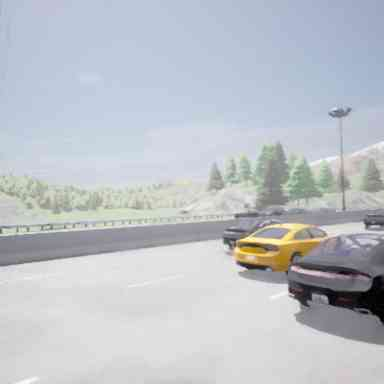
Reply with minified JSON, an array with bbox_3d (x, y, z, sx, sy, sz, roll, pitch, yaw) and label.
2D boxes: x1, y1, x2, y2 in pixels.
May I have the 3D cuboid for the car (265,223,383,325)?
[{"bbox_3d":[4.092,1.687,7.462,4.902,1.511,2.128,0,-3,-41],"label":"car"}]

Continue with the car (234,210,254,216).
[{"bbox_3d":[8.221,3.252,48.362,4.718,1.301,1.895,0,-3,-41],"label":"car"}]

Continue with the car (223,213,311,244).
[{"bbox_3d":[3.610,2.036,16.282,4.902,1.511,2.128,0,-3,-41],"label":"car"}]

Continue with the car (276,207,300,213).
[{"bbox_3d":[13.695,2.845,43.863,4.892,1.490,1.837,1,-3,-41],"label":"car"}]

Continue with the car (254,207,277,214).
[{"bbox_3d":[11.322,2.849,46.438,4.553,1.767,2.097,0,-3,-41],"label":"car"}]

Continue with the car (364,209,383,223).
[{"bbox_3d":[15.479,2.127,26.629,4.902,1.511,2.128,0,-3,-41],"label":"car"}]

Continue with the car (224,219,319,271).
[{"bbox_3d":[3.644,1.846,11.690,5.008,1.535,1.882,0,-3,-41],"label":"car"}]

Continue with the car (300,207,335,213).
[{"bbox_3d":[15.968,2.672,41.205,4.902,1.511,2.128,1,-3,-41],"label":"car"}]
